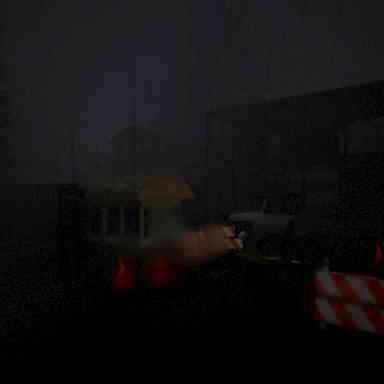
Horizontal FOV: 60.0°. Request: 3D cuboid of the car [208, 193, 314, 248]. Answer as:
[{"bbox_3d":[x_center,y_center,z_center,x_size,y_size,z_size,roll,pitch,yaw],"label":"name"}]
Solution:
[{"bbox_3d":[2.698,0.986,12.682,3.866,1.878,1.905,0,0,-18],"label":"car"}]
